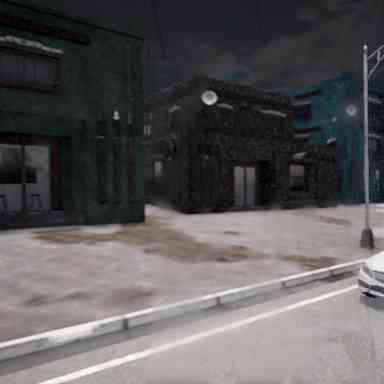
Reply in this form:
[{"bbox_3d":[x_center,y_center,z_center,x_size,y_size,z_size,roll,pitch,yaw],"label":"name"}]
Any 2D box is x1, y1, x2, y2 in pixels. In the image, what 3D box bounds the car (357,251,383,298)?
[{"bbox_3d":[5.569,1.519,7.349,4.674,1.442,1.812,0,0,-35],"label":"car"}]
